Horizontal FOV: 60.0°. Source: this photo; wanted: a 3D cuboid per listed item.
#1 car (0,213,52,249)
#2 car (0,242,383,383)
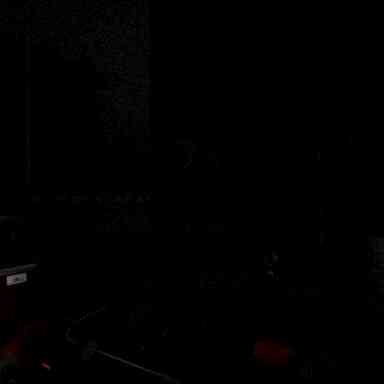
[{"bbox_3d":[-4.423,1.315,6.102,5.009,1.841,2.192,0,0,35],"label":"car"},{"bbox_3d":[0.010,1.440,2.953,4.097,1.590,1.967,0,0,35],"label":"car"}]
